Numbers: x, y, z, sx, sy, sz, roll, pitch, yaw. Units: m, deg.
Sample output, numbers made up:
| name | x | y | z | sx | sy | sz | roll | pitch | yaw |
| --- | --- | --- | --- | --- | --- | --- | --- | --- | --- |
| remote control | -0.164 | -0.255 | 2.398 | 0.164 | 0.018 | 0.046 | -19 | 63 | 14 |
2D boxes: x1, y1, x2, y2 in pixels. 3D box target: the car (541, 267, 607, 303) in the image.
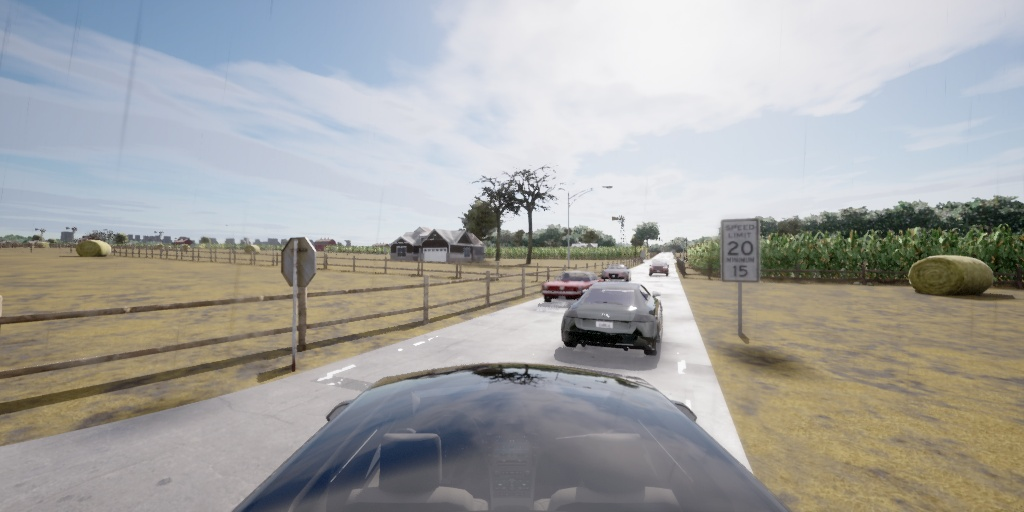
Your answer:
| name | x | y | z | sx | sy | sz | roll | pitch | yaw |
| --- | --- | --- | --- | --- | --- | --- | --- | --- | --- |
| car | 2.916 | 1.386 | 16.555 | 1.895 | 1.301 | 4.718 | 0 | 0 | 24 |

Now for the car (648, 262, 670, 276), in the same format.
| name | x | y | z | sx | sy | sz | roll | pitch | yaw |
| --- | --- | --- | --- | --- | --- | --- | --- | --- | --- |
| car | 15.517 | 1.341 | 37.850 | 1.812 | 1.442 | 4.674 | 0 | 0 | 24 |

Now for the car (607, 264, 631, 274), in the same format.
| name | x | y | z | sx | sy | sz | roll | pitch | yaw |
| --- | --- | --- | --- | --- | --- | --- | --- | --- | --- |
| car | 8.558 | 1.372 | 29.270 | 1.994 | 1.385 | 4.181 | 0 | 0 | 24 |

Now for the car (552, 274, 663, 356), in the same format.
| name | x | y | z | sx | sy | sz | roll | pitch | yaw |
| --- | --- | --- | --- | --- | --- | --- | --- | --- | --- |
| car | 2.630 | 1.326 | 8.886 | 1.994 | 1.385 | 4.181 | 0 | 0 | 24 |
